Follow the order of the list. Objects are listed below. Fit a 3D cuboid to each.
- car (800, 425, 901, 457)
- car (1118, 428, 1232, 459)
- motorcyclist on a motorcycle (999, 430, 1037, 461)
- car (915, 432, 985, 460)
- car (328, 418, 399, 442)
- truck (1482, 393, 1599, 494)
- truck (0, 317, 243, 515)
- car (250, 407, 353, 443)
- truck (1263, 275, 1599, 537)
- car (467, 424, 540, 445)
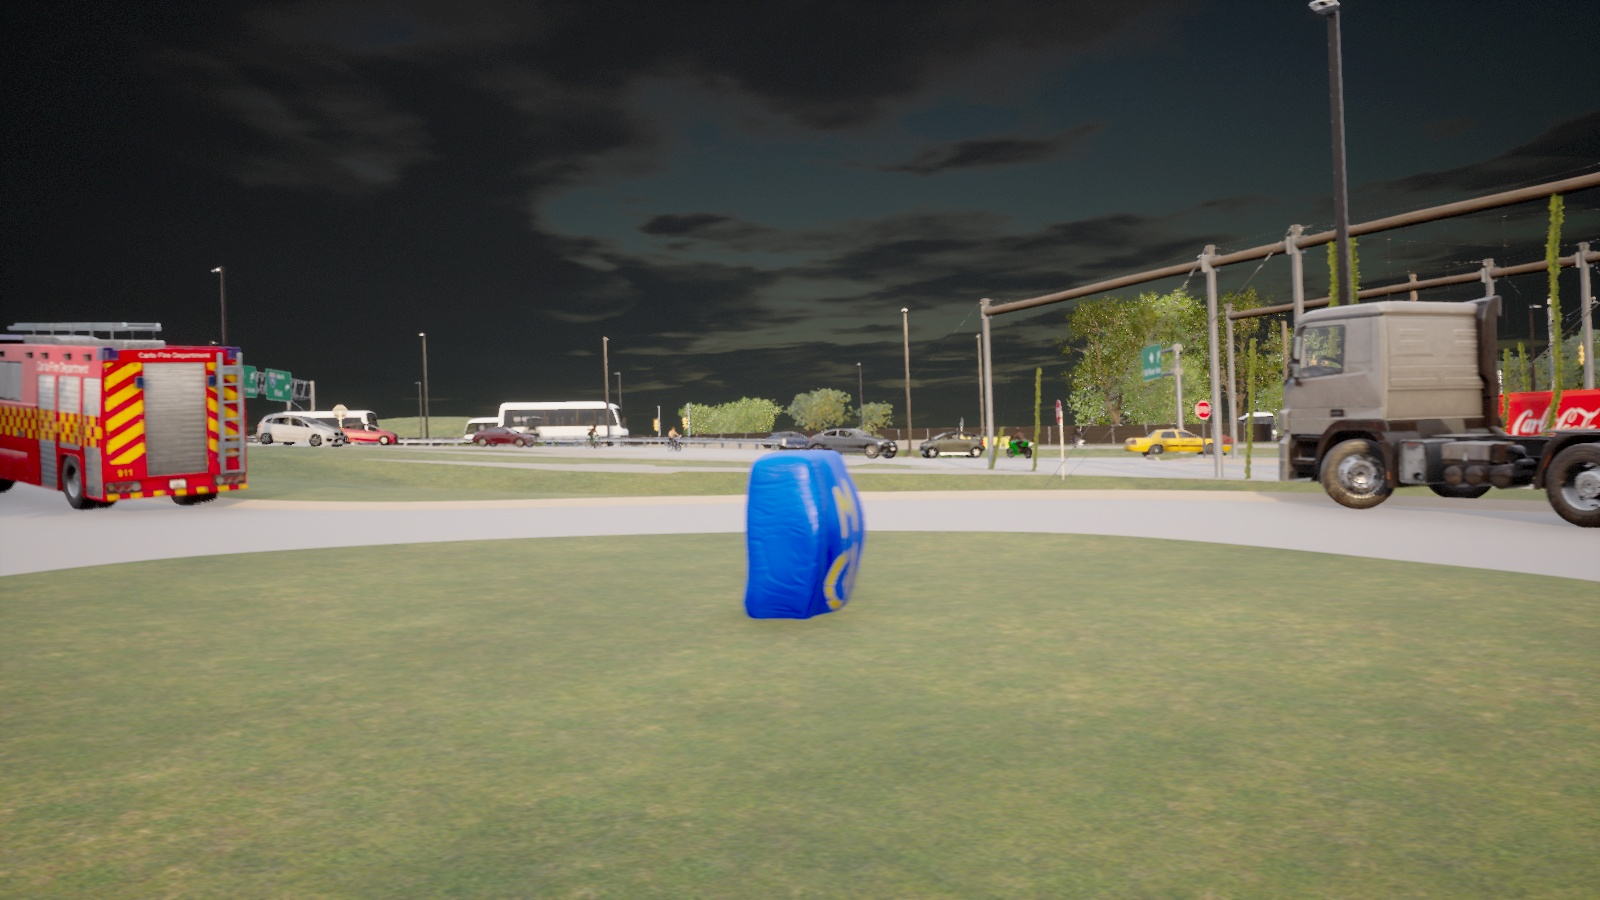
[{"bbox_3d":[2.693,-0.501,67.724,5.027,1.651,2.152,0,0,32],"label":"car"},{"bbox_3d":[19.415,-0.308,65.174,5.366,1.575,1.801,0,0,1],"label":"car"},{"bbox_3d":[11.066,-0.252,63.814,0.797,1.523,2.044,-1,2,-29],"label":"motorcyclist on a motorcycle"},{"bbox_3d":[8.531,-0.246,71.587,3.705,1.549,1.789,0,0,-5],"label":"car"},{"bbox_3d":[-31.307,-1.417,90.198,4.514,1.525,2.007,1,0,-10],"label":"car"},{"bbox_3d":[20.491,-0.186,31.663,2.627,2.467,5.204,-2,1,-26],"label":"truck"},{"bbox_3d":[-15.969,-1.022,28.108,8.468,3.827,2.891,5,7,40],"label":"truck"},{"bbox_3d":[-26.770,-1.325,67.507,4.611,1.667,2.242,3,0,12],"label":"car"},{"bbox_3d":[11.072,-0.671,18.943,2.891,3.462,7.936,-2,2,-25],"label":"truck"},{"bbox_3d":[-21.162,-1.107,89.648,4.674,1.442,1.812,1,1,12],"label":"car"}]
